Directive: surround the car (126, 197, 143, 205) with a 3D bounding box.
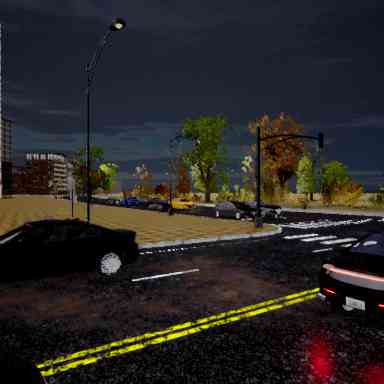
[{"bbox_3d":[-11.117,1.617,60.502,1.882,1.535,5.008,0,0,-30],"label":"car"}]

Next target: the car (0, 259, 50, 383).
[{"bbox_3d":[-3.082,1.492,1.210,4.902,1.511,2.128,0,0,-35],"label":"car"}]

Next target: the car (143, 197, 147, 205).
[{"bbox_3d":[-8.859,1.656,63.351,2.033,1.411,5.357,0,0,-29],"label":"car"}]

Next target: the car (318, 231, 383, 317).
[{"bbox_3d":[4.502,1.491,6.453,4.902,1.511,2.128,0,0,-34],"label":"car"}]

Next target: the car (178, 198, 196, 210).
[{"bbox_3d":[-1.315,1.560,43.727,1.882,1.535,5.008,0,0,-31],"label":"car"}]

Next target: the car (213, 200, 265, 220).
[{"bbox_3d":[3.787,1.564,29.241,1.837,1.490,4.892,0,0,-32],"label":"car"}]

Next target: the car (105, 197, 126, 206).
[{"bbox_3d":[-13.939,1.635,58.890,2.128,1.511,4.902,0,0,-30],"label":"car"}]

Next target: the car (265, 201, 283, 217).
[{"bbox_3d":[6.334,1.540,31.301,2.128,1.511,4.902,0,0,-32],"label":"car"}]

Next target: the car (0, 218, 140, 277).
[{"bbox_3d":[-3.863,1.477,8.792,5.008,1.535,1.882,0,0,-34],"label":"car"}]

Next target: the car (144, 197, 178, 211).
[{"bbox_3d":[-3.886,1.658,41.705,1.994,1.385,4.181,0,0,-31],"label":"car"}]
